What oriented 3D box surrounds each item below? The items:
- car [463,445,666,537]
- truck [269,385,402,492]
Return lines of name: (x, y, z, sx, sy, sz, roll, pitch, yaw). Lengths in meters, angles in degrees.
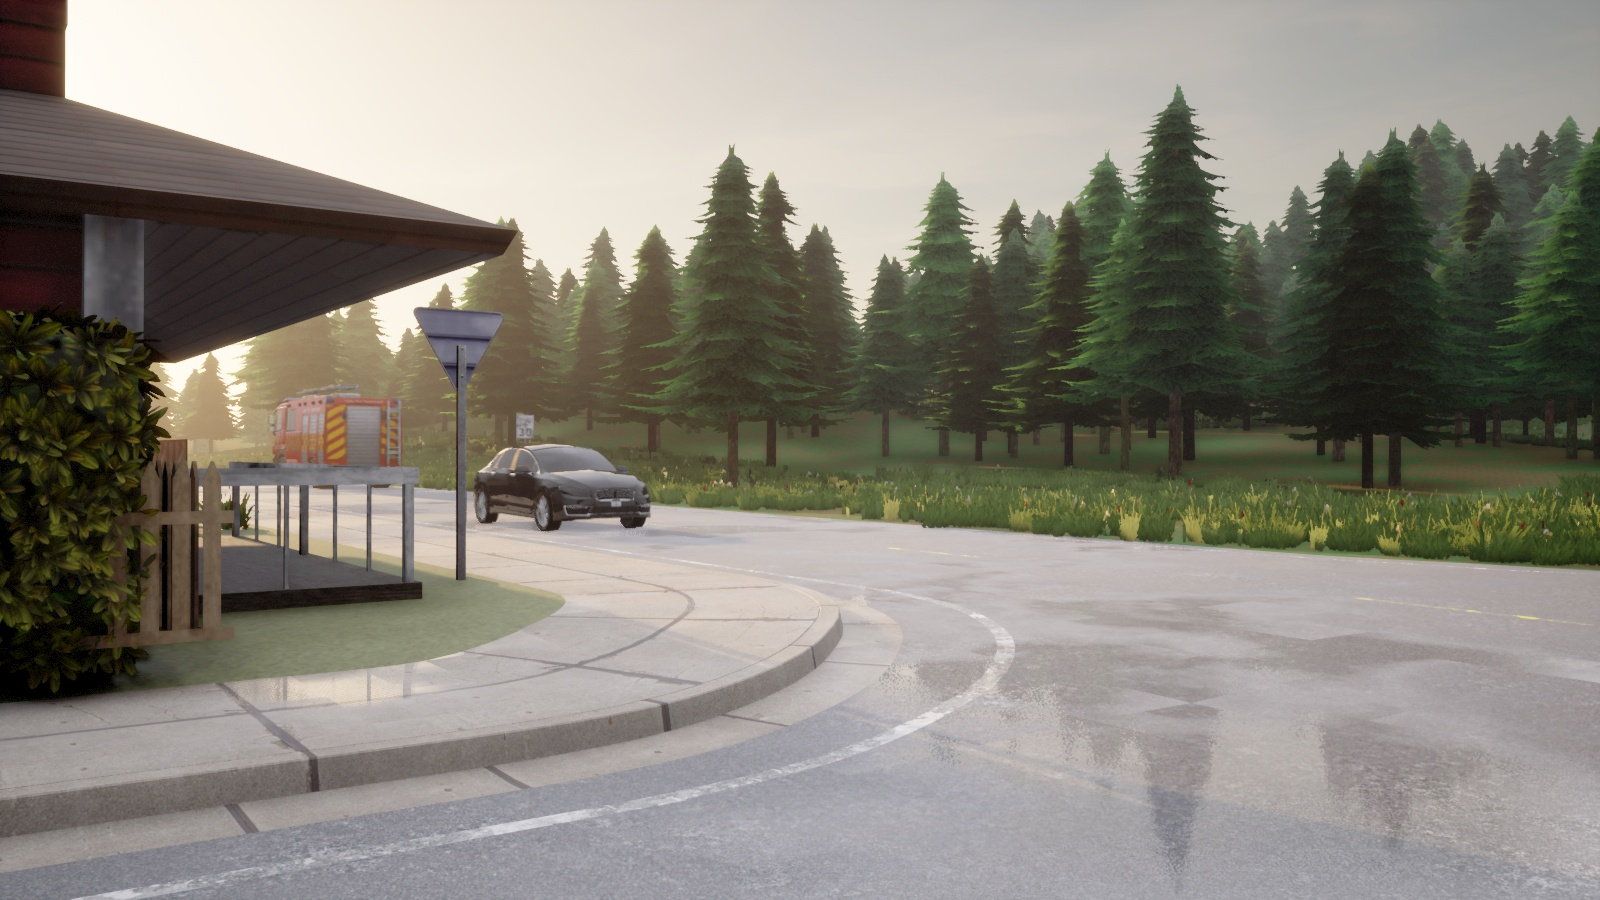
car: (-4.446, 0.675, 23.062, 1.837, 1.490, 4.892, 0, 0, -35)
truck: (-18.374, -0.400, 49.275, 2.891, 3.827, 8.468, 0, 0, -35)
